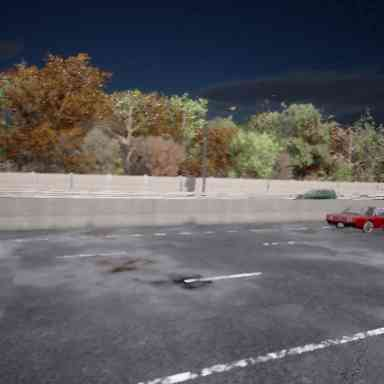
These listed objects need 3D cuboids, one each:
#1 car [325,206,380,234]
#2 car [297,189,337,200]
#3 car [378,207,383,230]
[{"bbox_3d":[9.475,1.395,17.520,4.718,1.301,1.895,1,1,-23],"label":"car"},{"bbox_3d":[16.330,0.636,43.355,5.566,2.045,2.150,0,1,-23],"label":"car"},{"bbox_3d":[10.960,1.434,14.345,5.357,1.411,2.033,1,1,-23],"label":"car"}]
